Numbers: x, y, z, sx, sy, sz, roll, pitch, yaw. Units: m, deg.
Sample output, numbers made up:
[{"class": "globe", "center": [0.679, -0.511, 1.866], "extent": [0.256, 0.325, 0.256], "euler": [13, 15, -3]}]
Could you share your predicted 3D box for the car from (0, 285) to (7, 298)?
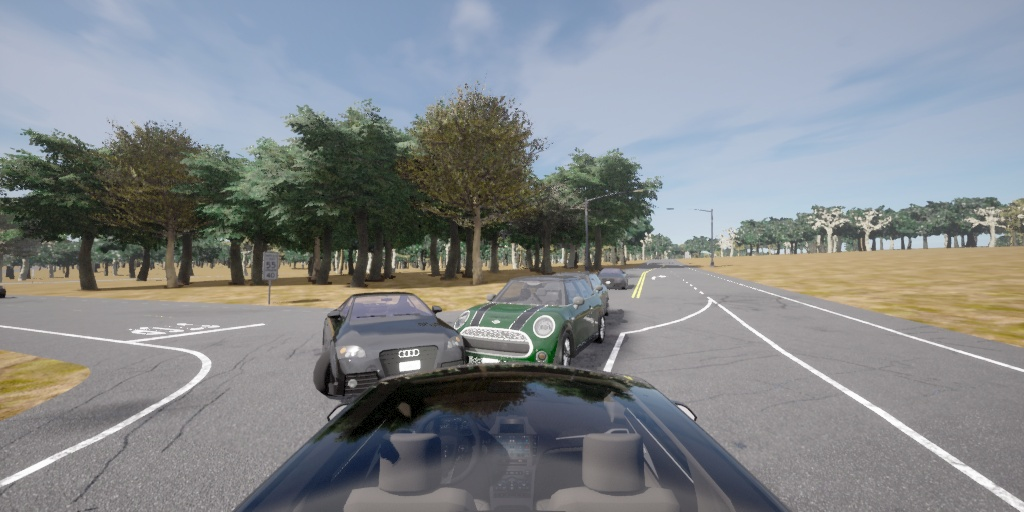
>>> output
[{"class": "car", "center": [-40.862, 2.562, 27.403], "extent": [4.181, 1.385, 1.994], "euler": [-2, -3, 22]}]

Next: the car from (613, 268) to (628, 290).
[{"class": "car", "center": [6.779, 1.501, 24.443], "extent": [1.994, 1.385, 4.181], "euler": [-1, 0, 22]}]

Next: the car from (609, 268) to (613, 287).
[{"class": "car", "center": [2.022, 1.344, 12.158], "extent": [2.097, 1.767, 4.553], "euler": [-1, -1, 21]}]

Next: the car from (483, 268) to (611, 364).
[{"class": "car", "center": [0.615, 1.218, 7.845], "extent": [2.097, 1.767, 4.553], "euler": [-1, -2, 26]}]

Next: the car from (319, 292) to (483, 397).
[{"class": "car", "center": [-2.356, 1.376, 6.640], "extent": [1.994, 1.385, 4.181], "euler": [1, -2, -29]}]
